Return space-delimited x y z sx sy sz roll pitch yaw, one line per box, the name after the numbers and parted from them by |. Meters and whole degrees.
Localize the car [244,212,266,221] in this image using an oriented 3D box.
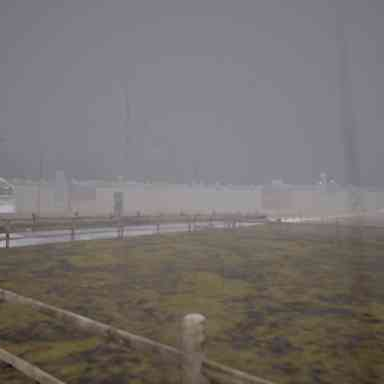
10.034 3.860 52.824 1.895 1.301 4.718 0 -2 35 | car
